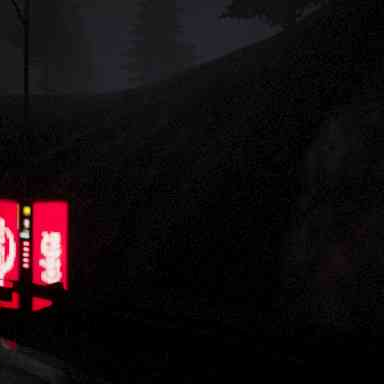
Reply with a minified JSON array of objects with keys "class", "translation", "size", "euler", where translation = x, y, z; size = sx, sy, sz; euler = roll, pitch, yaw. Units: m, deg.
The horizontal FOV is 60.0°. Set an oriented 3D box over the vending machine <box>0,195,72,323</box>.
[{"class":"vending machine","translation":[-3.000,1.127,6.224],"size":[0.880,2.100,1.100],"euler":[1,0,29]}]
